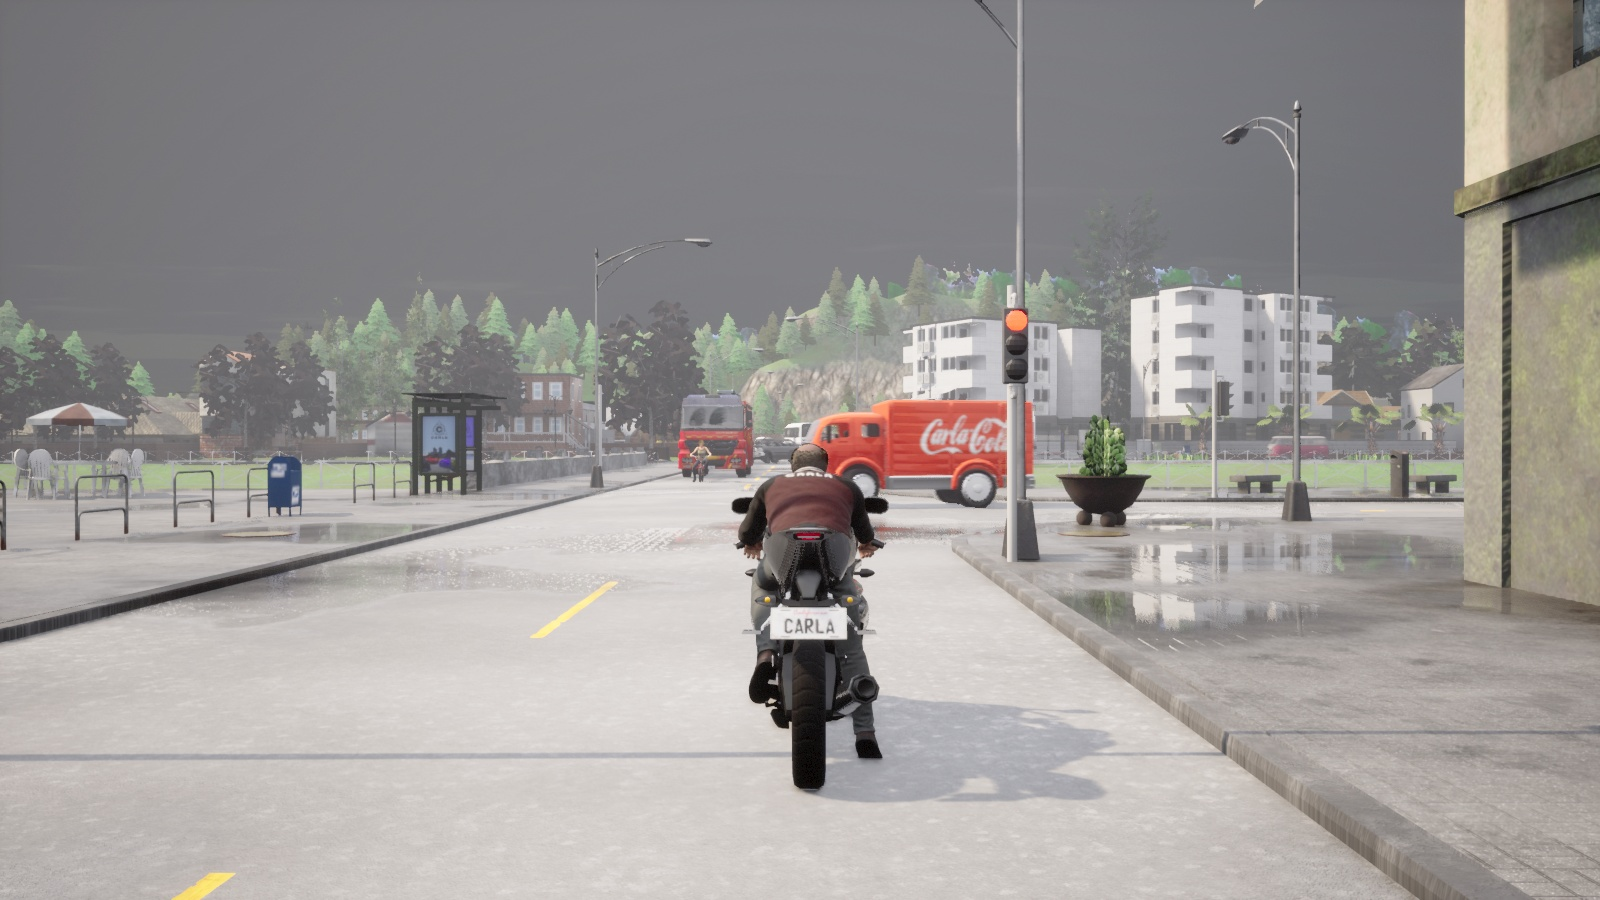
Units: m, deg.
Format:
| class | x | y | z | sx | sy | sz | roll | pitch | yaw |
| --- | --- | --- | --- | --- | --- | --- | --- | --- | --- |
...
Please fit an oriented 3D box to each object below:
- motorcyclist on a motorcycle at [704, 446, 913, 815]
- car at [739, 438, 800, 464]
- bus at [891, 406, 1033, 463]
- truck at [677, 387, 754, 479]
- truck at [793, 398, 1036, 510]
| class | x | y | z | sx | sy | sz | roll | pitch | yaw |
| --- | --- | --- | --- | --- | --- | --- | --- | --- | --- |
| motorcyclist on a motorcycle | 0.047 | 0.746 | 6.323 | 0.866 | 1.530 | 2.191 | 0 | 0 | 1 |
| car | -2.142 | 0.052 | 90.312 | 1.932 | 1.855 | 4.605 | -1 | 0 | 38 |
| bus | 12.178 | -1.157 | 95.106 | 10.273 | 4.253 | 3.944 | 0 | 0 | 0 |
| truck | -3.704 | -0.742 | 56.921 | 2.891 | 3.827 | 8.468 | 0 | 0 | 0 |
| truck | 2.593 | 0.094 | 29.437 | 5.204 | 2.467 | 2.627 | 0 | -1 | -8 |
